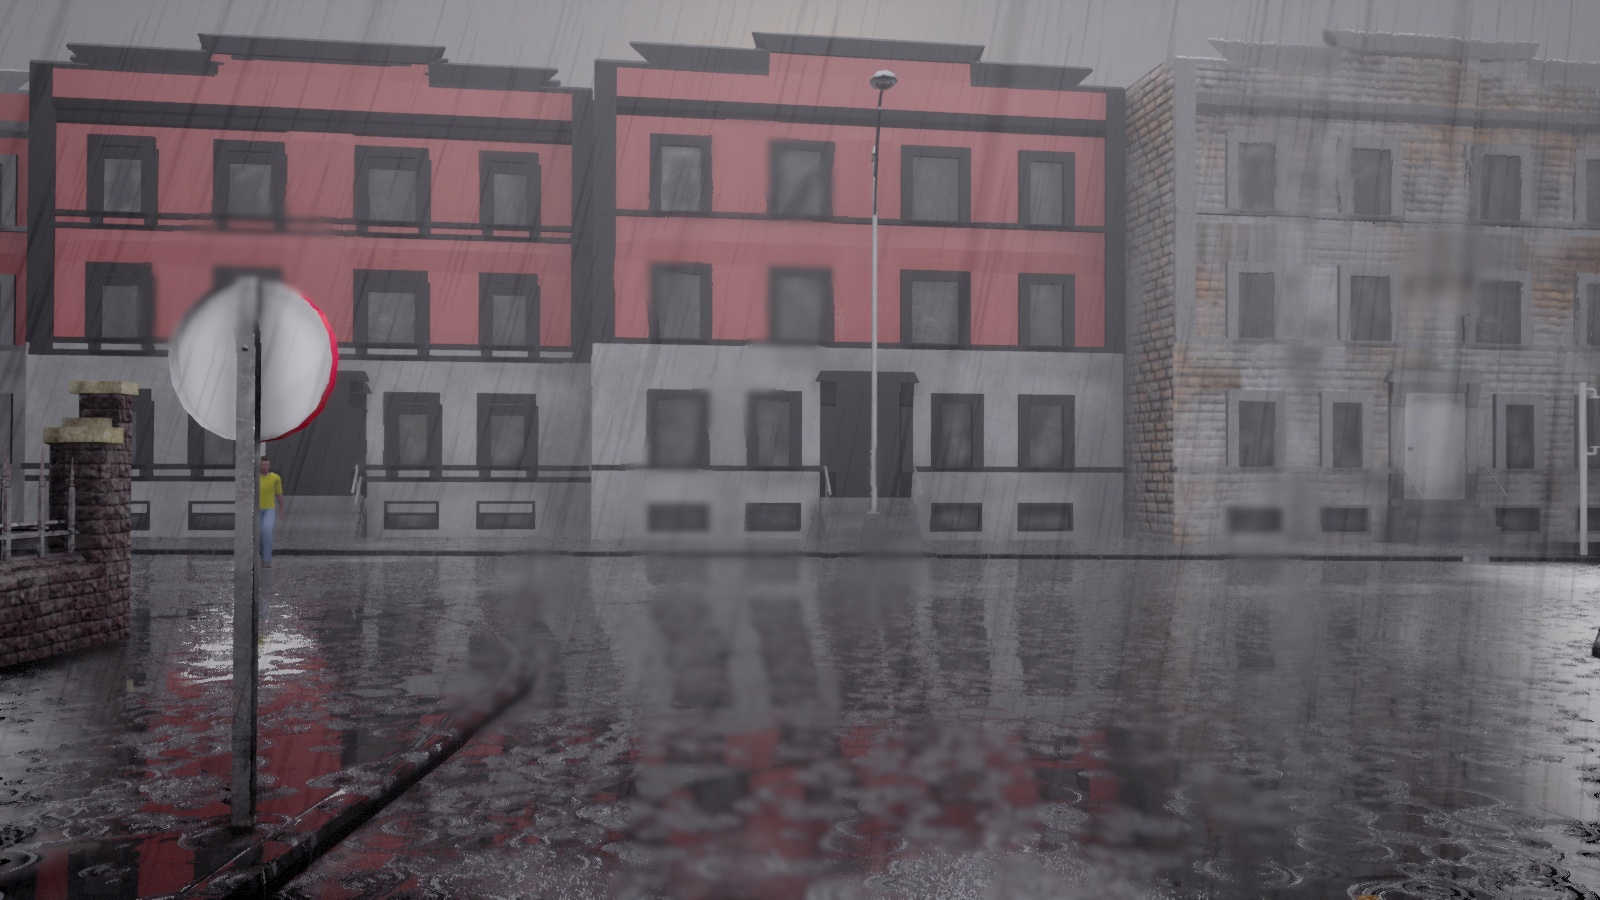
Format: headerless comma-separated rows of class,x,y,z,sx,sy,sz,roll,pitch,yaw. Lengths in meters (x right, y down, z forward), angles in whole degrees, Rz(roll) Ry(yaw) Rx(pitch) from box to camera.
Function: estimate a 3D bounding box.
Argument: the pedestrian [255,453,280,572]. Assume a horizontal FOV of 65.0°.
pedestrian,-8.384,0.969,19.782,0.354,1.836,0.706,0,-1,-22
